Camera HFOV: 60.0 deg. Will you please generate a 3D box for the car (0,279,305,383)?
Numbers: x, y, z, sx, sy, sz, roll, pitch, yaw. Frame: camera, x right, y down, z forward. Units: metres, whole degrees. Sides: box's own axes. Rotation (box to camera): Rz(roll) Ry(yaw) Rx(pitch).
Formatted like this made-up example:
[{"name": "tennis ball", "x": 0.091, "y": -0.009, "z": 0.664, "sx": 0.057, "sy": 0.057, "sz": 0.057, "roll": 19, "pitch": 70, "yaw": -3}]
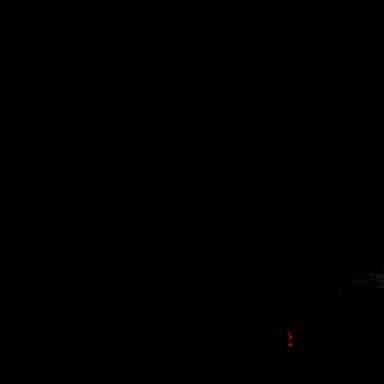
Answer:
[{"name": "car", "x": -0.961, "y": 1.564, "z": 2.768, "sx": 4.181, "sy": 1.385, "sz": 1.994, "roll": 0, "pitch": 0, "yaw": -36}]
